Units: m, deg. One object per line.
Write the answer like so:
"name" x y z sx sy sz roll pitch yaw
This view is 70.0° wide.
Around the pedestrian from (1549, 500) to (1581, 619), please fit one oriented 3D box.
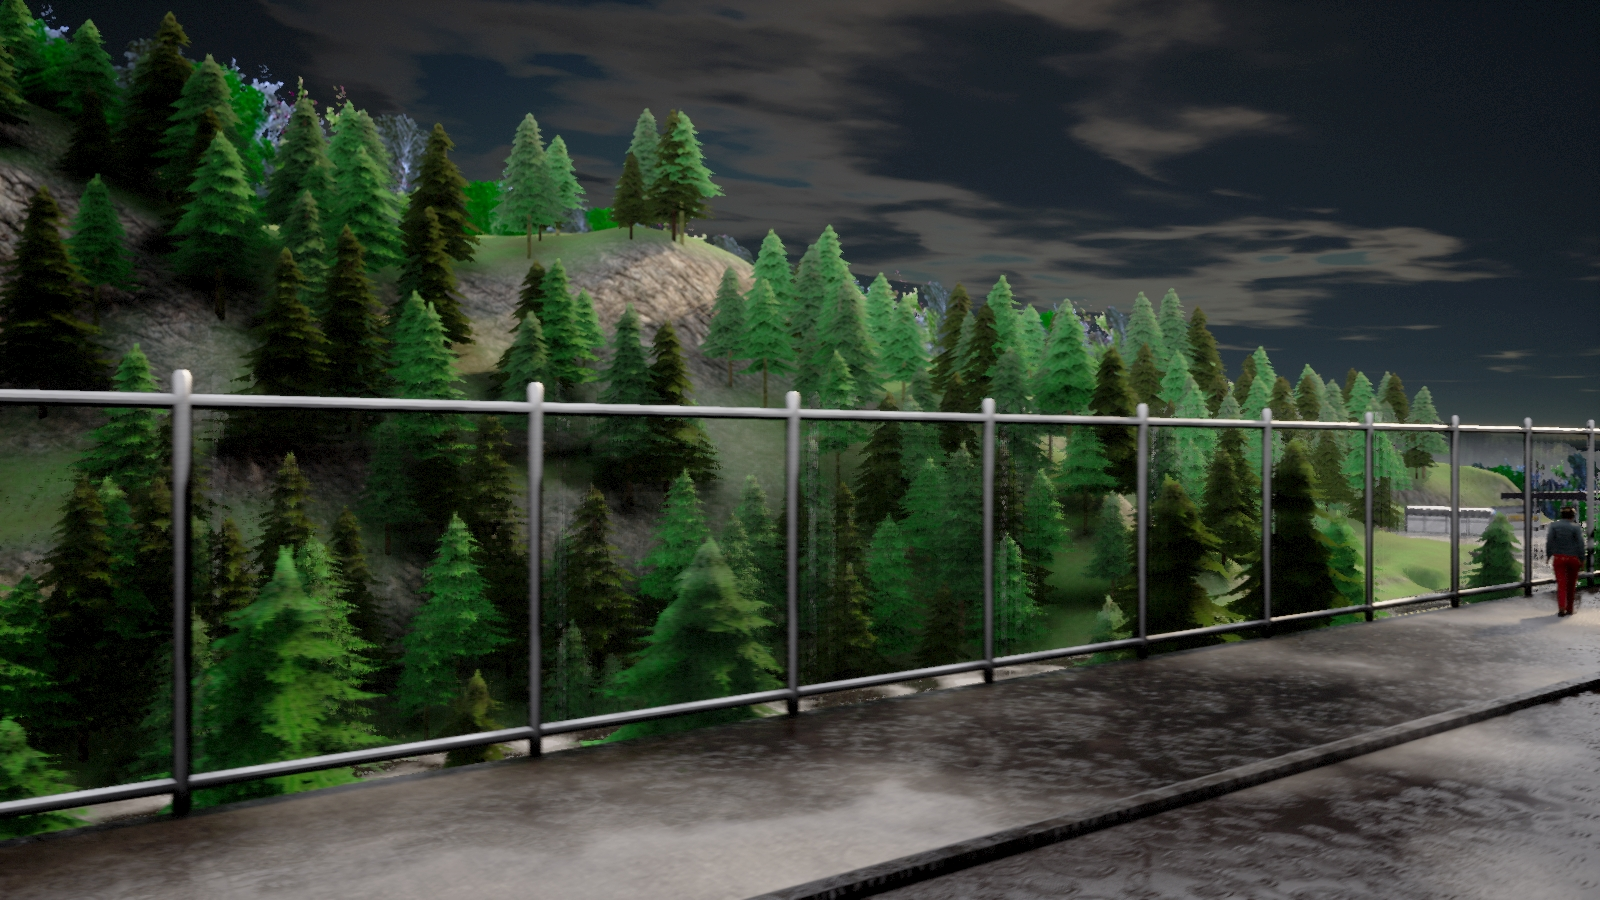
"pedestrian" 12.268 1.745 18.319 0.375 1.860 0.375 0 0 44
